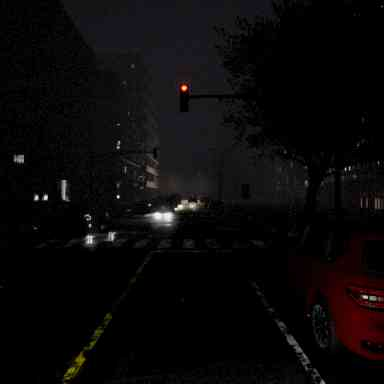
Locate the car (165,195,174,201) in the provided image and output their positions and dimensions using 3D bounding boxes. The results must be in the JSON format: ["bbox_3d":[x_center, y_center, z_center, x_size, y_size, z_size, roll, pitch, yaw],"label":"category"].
[{"bbox_3d":[-5.650,1.506,82.554,1.967,1.590,4.097,0,0,0],"label":"car"}]

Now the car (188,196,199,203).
[{"bbox_3d":[0.129,1.610,69.112,1.994,1.385,4.181,0,0,0],"label":"car"}]

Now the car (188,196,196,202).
[{"bbox_3d":[0.040,1.656,79.369,1.895,1.301,4.718,0,0,0],"label":"car"}]

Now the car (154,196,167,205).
[{"bbox_3d":[-5.660,1.475,60.424,1.967,1.590,4.097,0,0,0],"label":"car"}]

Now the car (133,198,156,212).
[{"bbox_3d":[-5.670,1.562,38.292,2.008,1.369,4.403,0,0,0],"label":"car"}]

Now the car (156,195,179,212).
[{"bbox_3d":[-3.074,1.504,39.188,2.128,1.511,4.902,0,0,2],"label":"car"}]

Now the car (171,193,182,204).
[{"bbox_3d":[-3.037,1.256,60.122,2.150,2.045,5.566,0,0,0],"label":"car"}]

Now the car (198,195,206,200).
[{"bbox_3d":[2.736,1.637,93.615,2.008,1.369,4.403,0,0,0],"label":"car"}]

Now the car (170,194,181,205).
[{"bbox_3d":[-3.062,1.500,49.409,1.882,1.535,5.008,0,0,0],"label":"car"}]

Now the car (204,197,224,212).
[{"bbox_3d":[2.710,1.556,38.288,1.887,1.381,4.507,0,0,0],"label":"car"}]

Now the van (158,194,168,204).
[{"bbox_3d":[-5.657,1.383,65.957,1.690,1.788,3.998,0,0,0],"label":"van"}]

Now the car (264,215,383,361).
[{"bbox_3d":[2.696,1.315,5.900,2.192,1.841,5.009,0,0,0],"label":"car"}]

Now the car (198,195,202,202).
[{"bbox_3d":[2.723,1.624,65.951,1.802,1.307,4.206,0,0,0],"label":"car"}]

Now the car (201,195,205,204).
[{"bbox_3d":[2.715,1.548,49.524,1.752,1.417,4.829,0,0,0],"label":"car"}]

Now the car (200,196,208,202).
[{"bbox_3d":[2.728,1.583,77.187,1.752,1.417,4.829,0,0,0],"label":"car"}]

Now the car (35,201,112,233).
[{"bbox_3d":[-6.922,1.336,19.468,4.553,1.767,2.097,1,1,27],"label":"car"}]

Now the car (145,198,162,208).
[{"bbox_3d":[-5.665,1.573,49.358,2.008,1.369,4.403,0,0,0],"label":"car"}]

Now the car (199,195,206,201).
[{"bbox_3d":[2.733,1.620,88.083,1.887,1.381,4.507,0,0,0],"label":"car"}]
